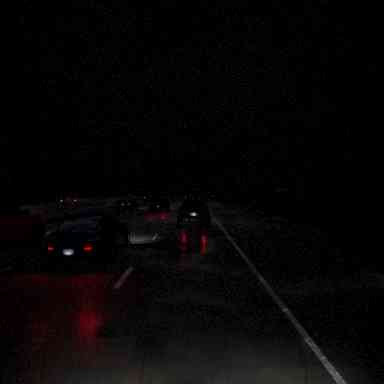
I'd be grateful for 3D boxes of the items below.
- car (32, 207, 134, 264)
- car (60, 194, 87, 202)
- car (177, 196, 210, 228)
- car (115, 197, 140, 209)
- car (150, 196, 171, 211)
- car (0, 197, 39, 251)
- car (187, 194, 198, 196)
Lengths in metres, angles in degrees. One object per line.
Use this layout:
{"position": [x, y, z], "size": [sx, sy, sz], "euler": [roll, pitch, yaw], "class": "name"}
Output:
{"position": [-3.399, 1.450, 11.445], "size": [1.812, 1.442, 4.674], "euler": [0, 1, 0], "class": "car"}
{"position": [-13.971, 1.040, 39.392], "size": [2.097, 1.767, 4.553], "euler": [0, 1, 0], "class": "car"}
{"position": [0.101, 1.278, 20.736], "size": [2.033, 1.649, 4.856], "euler": [0, 1, 0], "class": "car"}
{"position": [-6.898, 1.268, 35.730], "size": [2.033, 1.411, 5.357], "euler": [0, 1, 0], "class": "car"}
{"position": [-3.399, 1.211, 35.909], "size": [2.128, 1.511, 4.902], "euler": [0, 1, 0], "class": "car"}
{"position": [-6.898, 1.149, 10.857], "size": [2.150, 2.045, 5.566], "euler": [0, 1, 0], "class": "car"}
{"position": [0.102, 1.003, 44.014], "size": [2.097, 1.767, 4.553], "euler": [0, 0, 0], "class": "car"}
